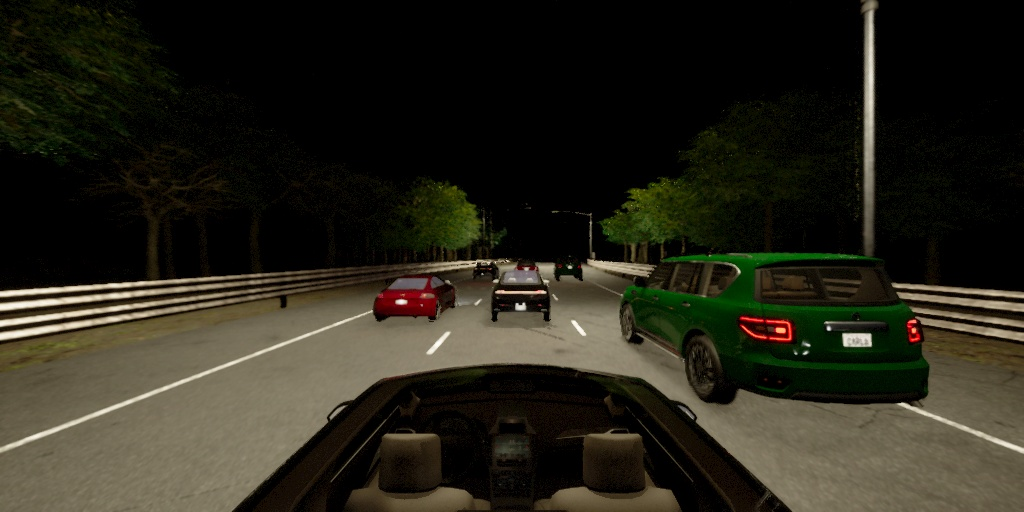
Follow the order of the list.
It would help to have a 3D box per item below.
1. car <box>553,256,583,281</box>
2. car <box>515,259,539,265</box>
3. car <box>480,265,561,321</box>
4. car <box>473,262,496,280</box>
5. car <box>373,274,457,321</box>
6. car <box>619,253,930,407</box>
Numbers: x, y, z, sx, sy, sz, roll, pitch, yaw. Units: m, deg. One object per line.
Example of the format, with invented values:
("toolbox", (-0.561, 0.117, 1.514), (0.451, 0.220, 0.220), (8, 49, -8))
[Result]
("car", (4.778, 0.998, 30.923), (2.150, 2.045, 5.566), (0, 0, 4))
("car", (1.316, 1.125, 31.371), (2.097, 1.767, 4.553), (0, 0, 4))
("car", (0.314, 1.251, 12.548), (2.128, 1.511, 4.902), (0, 0, 2))
("car", (-2.188, 1.261, 31.500), (2.128, 1.511, 4.902), (0, 0, 4))
("car", (-3.187, 1.320, 12.513), (1.994, 1.385, 4.181), (0, 0, 2))
("car", (3.667, 0.979, 6.450), (2.150, 2.045, 5.566), (0, 0, 1))
